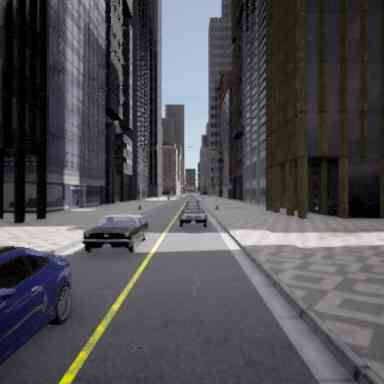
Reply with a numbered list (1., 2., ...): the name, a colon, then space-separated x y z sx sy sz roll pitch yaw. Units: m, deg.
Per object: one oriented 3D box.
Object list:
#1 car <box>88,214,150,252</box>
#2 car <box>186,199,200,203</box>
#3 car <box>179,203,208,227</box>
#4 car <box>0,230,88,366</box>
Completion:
1. car: -3.030 1.631 14.095 1.895 1.301 4.718 0 0 1
2. car: 0.096 1.664 45.190 1.994 1.385 4.181 0 0 0
3. car: 0.085 1.651 23.295 1.895 1.301 4.718 0 0 0
4. car: -3.090 1.535 4.447 1.812 1.442 4.674 0 0 0
